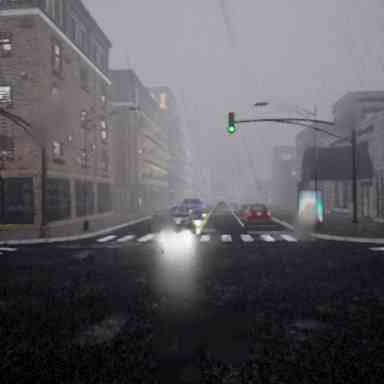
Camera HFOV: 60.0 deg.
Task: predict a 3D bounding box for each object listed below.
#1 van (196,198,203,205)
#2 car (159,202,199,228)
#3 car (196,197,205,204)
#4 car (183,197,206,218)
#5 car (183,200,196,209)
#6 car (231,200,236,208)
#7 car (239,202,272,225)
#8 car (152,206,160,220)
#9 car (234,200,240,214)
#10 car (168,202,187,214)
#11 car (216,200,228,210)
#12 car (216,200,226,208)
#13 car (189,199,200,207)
[{"bbox_3d":[1.968,2.426,89.402,1.690,1.788,3.998,-1,-1,5],"label":"van"},{"bbox_3d":[-0.836,1.796,24.971,2.128,1.511,4.902,-1,-1,3],"label":"car"},{"bbox_3d":[2.443,2.470,95.077,2.192,1.841,5.009,-1,-1,5],"label":"car"},{"bbox_3d":[0.003,1.635,34.873,2.150,2.045,5.566,-1,-1,5],"label":"car"},{"bbox_3d":[-0.422,2.269,60.848,1.752,1.417,4.829,-1,-1,5],"label":"car"},{"bbox_3d":[6.517,1.977,43.302,2.008,1.369,4.403,-1,-1,5],"label":"car"},{"bbox_3d":[5.087,1.677,26.274,1.967,1.590,4.097,-1,-1,5],"label":"car"},{"bbox_3d":[-2.786,1.975,32.636,2.008,1.369,4.403,-1,-1,5],"label":"car"},{"bbox_3d":[6.041,1.945,37.625,1.802,1.307,4.206,-1,-1,5],"label":"car"},{"bbox_3d":[-1.834,2.102,43.989,2.008,1.369,4.403,-1,-1,5],"label":"car"},{"bbox_3d":[4.900,2.099,54.933,1.837,1.490,4.892,-1,-1,5],"label":"car"},{"bbox_3d":[5.749,2.241,65.315,1.812,1.442,4.674,-1,-1,5],"label":"car"},{"bbox_3d":[0.541,2.319,72.371,1.967,1.590,4.097,-1,-1,5],"label":"car"}]
